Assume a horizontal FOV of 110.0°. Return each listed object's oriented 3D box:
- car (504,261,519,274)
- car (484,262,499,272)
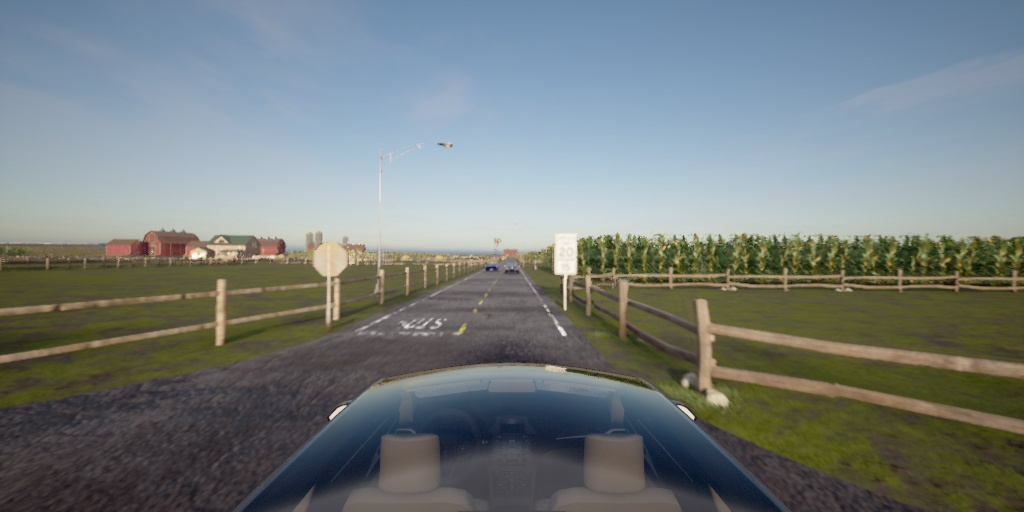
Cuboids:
[{"bbox_3d":[0.004,1.474,44.498,2.033,1.411,5.357,1,0,0],"label":"car"},{"bbox_3d":[-2.747,1.512,49.472,1.895,1.301,4.718,1,0,0],"label":"car"}]
